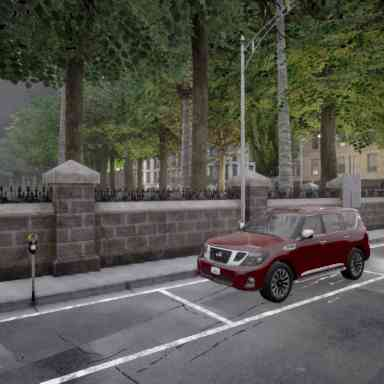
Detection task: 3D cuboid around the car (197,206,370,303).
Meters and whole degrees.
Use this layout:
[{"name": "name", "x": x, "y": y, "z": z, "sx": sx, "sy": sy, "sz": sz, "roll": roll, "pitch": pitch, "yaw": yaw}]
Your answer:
[{"name": "car", "x": 2.523, "y": 1.314, "z": 8.391, "sx": 5.009, "sy": 1.841, "sz": 2.192, "roll": 0, "pitch": 0, "yaw": -36}]
